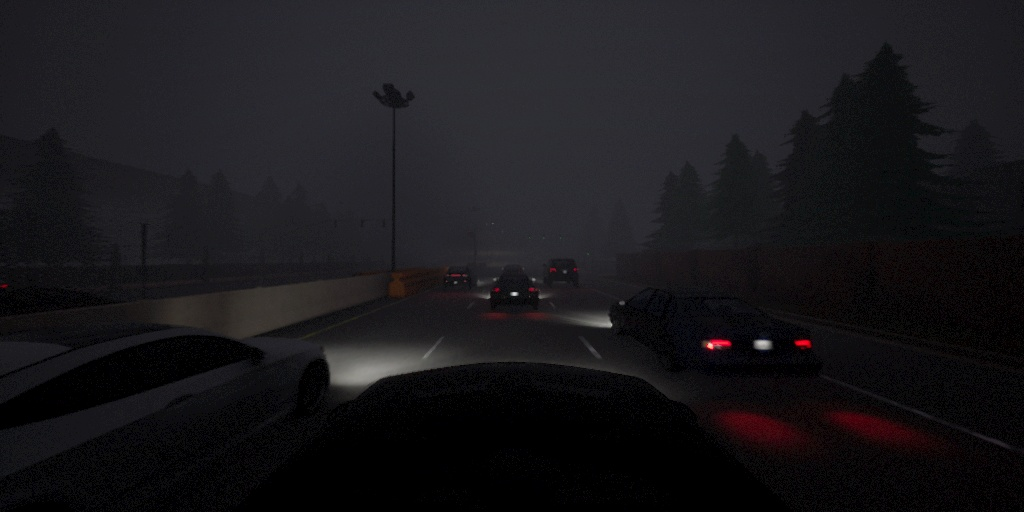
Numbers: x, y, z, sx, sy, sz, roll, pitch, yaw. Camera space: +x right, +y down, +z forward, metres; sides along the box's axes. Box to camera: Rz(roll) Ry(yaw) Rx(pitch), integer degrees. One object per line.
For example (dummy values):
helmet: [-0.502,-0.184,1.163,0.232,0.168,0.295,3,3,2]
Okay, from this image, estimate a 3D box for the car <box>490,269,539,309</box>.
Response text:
car: [0.094,1.424,15.613,1.994,1.385,4.181,0,0,0]

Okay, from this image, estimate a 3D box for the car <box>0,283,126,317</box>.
car: [-10.599,1.359,7.337,1.994,1.385,4.181,0,0,0]

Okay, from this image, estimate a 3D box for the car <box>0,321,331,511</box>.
car: [-3.402,1.286,3.017,1.812,1.442,4.674,0,0,0]

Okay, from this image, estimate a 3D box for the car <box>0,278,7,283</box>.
car: [-14.101,1.013,6.959,2.150,2.045,5.566,0,0,0]

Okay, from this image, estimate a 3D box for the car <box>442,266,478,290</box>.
car: [-3.409,1.419,24.111,2.128,1.511,4.902,0,-1,0]

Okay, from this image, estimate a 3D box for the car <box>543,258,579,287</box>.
car: [3.590,1.174,26.972,2.150,2.045,5.566,0,0,0]

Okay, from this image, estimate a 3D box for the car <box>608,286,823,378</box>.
car: [3.597,1.344,7.651,2.033,1.411,5.357,0,0,0]

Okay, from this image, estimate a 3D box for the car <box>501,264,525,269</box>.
car: [0.088,1.464,31.467,1.882,1.535,5.008,0,0,0]
